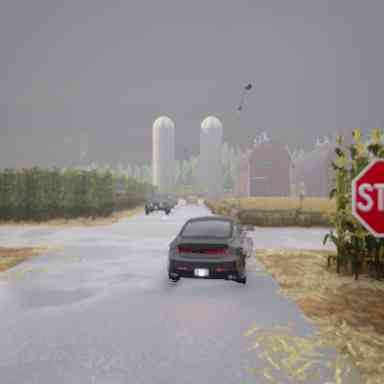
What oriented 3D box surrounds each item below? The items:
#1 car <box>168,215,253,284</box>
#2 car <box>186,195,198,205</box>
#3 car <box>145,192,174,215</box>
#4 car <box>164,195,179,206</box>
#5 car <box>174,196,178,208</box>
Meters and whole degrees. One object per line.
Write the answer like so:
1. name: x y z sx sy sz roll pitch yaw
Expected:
1. car: 0.661 1.424 9.437 1.837 1.490 4.892 -1 1 11
2. car: -0.006 1.284 54.928 1.882 1.535 5.008 0 0 0
3. car: -3.197 1.064 32.250 2.150 2.045 5.566 0 0 0
4. car: -3.177 1.308 52.308 2.128 1.511 4.902 0 0 0
5. car: -3.206 1.409 42.199 1.994 1.385 4.181 0 0 -1
